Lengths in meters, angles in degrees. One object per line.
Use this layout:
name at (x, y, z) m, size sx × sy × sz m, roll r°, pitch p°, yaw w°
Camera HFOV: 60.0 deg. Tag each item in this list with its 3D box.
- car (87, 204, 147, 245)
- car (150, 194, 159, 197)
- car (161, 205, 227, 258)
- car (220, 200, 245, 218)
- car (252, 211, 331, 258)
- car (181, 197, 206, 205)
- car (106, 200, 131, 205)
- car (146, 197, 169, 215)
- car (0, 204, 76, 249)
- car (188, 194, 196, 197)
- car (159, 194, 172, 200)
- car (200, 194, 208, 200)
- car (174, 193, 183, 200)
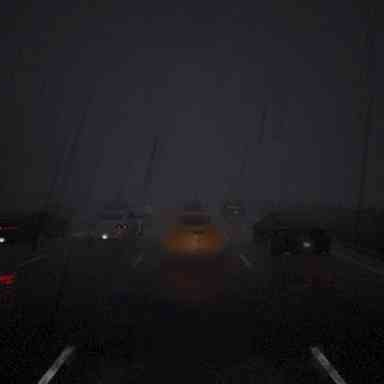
car at (-3.419, 1.519, 15.366) m, size 1.812 × 1.442 × 4.674 m, roll 0°, pitch 0°, yaw 0°
car at (-10.561, 1.480, 89.929) m, size 1.812 × 1.442 × 4.674 m, roll 0°, pitch 0°, yaw 0°
car at (0.073, 1.472, 12.759) m, size 1.882 × 1.535 × 5.008 m, roll 0°, pitch 0°, yaw 0°
car at (3.566, 1.478, 29.677) m, size 2.128 × 1.511 × 4.902 m, roll 0°, pitch 0°, yaw 0°
car at (3.573, 1.472, 12.774) m, size 1.882 × 1.535 × 5.008 m, roll 0°, pitch 0°, yaw 0°
car at (0.067, 1.492, 29.967) m, size 1.837 × 1.490 × 4.892 m, roll 0°, pitch 0°, yaw 0°
car at (-6.931, 1.465, 31.258) m, size 1.882 × 1.535 × 5.008 m, roll 0°, pitch 0°, yaw 0°
car at (-3.439, 1.513, 30.700) m, size 1.812 × 1.442 × 4.674 m, roll 0°, pitch 0°, yaw 0°
car at (-6.919, 1.499, 14.583) m, size 1.837 × 1.490 × 4.892 m, roll 0°, pitch 0°, yaw 0°
car at (-0.061, 1.310, 90.290) m, size 2.097 × 1.767 × 4.553 m, roll 0°, pitch 0°, yaw 0°
car at (-7.061, 1.309, 89.867) m, size 2.097 × 1.767 × 4.553 m, roll 0°, pitch 0°, yaw 0°
car at (3.439, 1.492, 89.905) m, size 2.033 × 1.411 × 5.357 m, roll 0°, pitch 0°, yaw 0°
car at (-3.561, 1.165, 89.547) m, size 2.150 × 2.045 × 5.566 m, roll 0°, pitch 0°, yaw 0°
